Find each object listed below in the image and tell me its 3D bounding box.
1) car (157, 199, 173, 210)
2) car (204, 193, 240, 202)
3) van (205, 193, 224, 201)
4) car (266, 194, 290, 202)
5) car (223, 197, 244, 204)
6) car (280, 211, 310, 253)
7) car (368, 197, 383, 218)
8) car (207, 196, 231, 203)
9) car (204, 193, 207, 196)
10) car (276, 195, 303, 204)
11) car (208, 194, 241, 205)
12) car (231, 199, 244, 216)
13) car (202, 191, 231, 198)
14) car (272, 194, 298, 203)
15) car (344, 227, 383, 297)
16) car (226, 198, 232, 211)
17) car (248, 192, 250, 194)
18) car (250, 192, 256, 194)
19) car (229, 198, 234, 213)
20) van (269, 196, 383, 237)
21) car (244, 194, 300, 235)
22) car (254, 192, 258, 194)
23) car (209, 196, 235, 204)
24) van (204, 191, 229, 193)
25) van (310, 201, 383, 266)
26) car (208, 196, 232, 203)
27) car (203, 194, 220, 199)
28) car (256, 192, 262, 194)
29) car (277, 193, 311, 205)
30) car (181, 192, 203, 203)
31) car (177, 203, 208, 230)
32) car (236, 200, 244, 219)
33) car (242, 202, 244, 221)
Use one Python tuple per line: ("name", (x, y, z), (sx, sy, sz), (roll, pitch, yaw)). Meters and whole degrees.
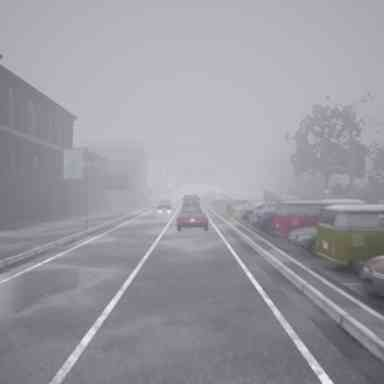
("car", (-3.587, 1.620, 44.691), (2.033, 1.411, 5.357), (0, 0, 0))
("car", (5.472, 1.528, 61.253), (5.366, 1.575, 1.946), (0, 0, 0))
("van", (5.440, 1.190, 80.733), (4.442, 1.987, 1.878), (0, 0, 0))
("car", (18.648, 1.339, 72.458), (4.553, 1.767, 2.185), (0, 0, 0))
("car", (6.012, 1.519, 35.279), (4.792, 1.488, 2.163), (0, 0, 0))
("car", (6.043, 1.620, 12.672), (4.674, 1.452, 2.002), (0, 0, 0))
("car", (18.546, 1.385, 29.693), (4.553, 1.767, 2.185), (0, 0, 0))
("car", (5.585, 1.511, 69.603), (4.792, 1.488, 2.163), (0, 0, 0))
("car", (5.593, 1.466, 72.386), (4.892, 1.521, 2.231), (0, 0, 0))
("car", (18.753, 1.388, 64.228), (4.553, 1.767, 2.185), (0, 0, 0))
("car", (5.687, 1.587, 58.612), (4.674, 1.452, 2.002), (1, 0, 0))
("car", (6.190, 1.520, 26.801), (5.366, 1.575, 1.946), (0, 0, 0))
("car", (5.542, 1.181, 77.951), (5.566, 2.045, 2.435), (0, 0, 0))
("car", (18.739, 1.371, 67.013), (4.553, 1.767, 2.185), (0, 0, 0))
("car", (6.058, 1.614, 7.007), (4.674, 1.452, 2.002), (0, -1, 0))
("car", (5.993, 1.540, 32.452), (4.674, 1.452, 2.002), (0, 0, 0))
("car", (18.584, 1.347, 91.953), (4.892, 1.521, 2.231), (0, 0, 0))
("car", (18.624, 1.238, 89.166), (4.553, 1.767, 2.185), (0, 0, 0))
("car", (6.000, 1.552, 29.626), (4.674, 1.452, 2.002), (0, 0, 0))
("van", (6.150, 1.343, 15.497), (4.442, 1.987, 1.878), (0, 0, 0))
("car", (5.998, 1.306, 18.322), (5.566, 2.045, 2.435), (0, 0, 0))
("car", (18.592, 1.428, 83.599), (4.792, 1.488, 2.163), (0, 0, 0))
("car", (5.672, 1.544, 64.037), (4.792, 1.488, 2.163), (0, 0, 0))
("van", (5.468, 1.222, 75.292), (4.442, 1.987, 1.878), (0, 0, 0))
("van", (6.164, 1.361, 9.966), (4.442, 1.987, 1.878), (0, 0, 0))
("car", (5.631, 1.538, 66.820), (4.674, 1.452, 2.002), (0, 0, 0))
("car", (5.486, 1.368, 94.652), (4.674, 1.452, 2.002), (0, 0, 0))
("car", (18.641, 1.415, 80.812), (5.008, 1.535, 2.097), (0, 0, 0))
("car", (18.766, 1.279, 61.317), (5.566, 2.045, 2.435), (0, 0, 0))
("car", (-0.121, 1.306, 41.101), (2.150, 2.045, 5.566), (0, 0, 0))
("car", (0.023, 1.664, 21.926), (1.994, 1.385, 4.181), (0, 0, 0))
("car", (6.007, 1.534, 23.974), (5.008, 1.535, 2.097), (0, 0, 0))
("car", (6.024, 1.546, 21.149), (5.008, 1.535, 2.097), (0, 0, 0))
